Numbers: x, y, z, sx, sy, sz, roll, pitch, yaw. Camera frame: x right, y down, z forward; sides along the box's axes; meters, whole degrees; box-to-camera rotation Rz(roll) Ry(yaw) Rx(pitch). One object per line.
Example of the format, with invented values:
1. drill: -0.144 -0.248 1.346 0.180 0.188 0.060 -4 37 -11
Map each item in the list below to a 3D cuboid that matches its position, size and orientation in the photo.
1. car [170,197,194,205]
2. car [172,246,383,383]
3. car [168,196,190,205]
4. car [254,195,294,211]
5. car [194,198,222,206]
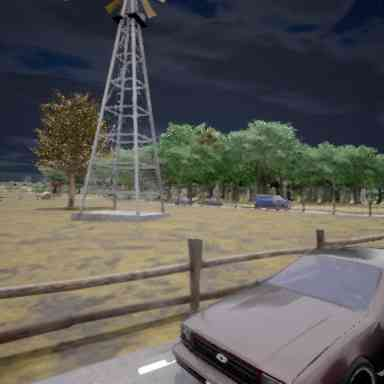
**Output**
1. car: -1.616 1.711 62.048 2.033 1.411 5.357 2 -1 -35
2. car: 2.394 1.558 4.772 5.357 1.411 2.033 0 0 -35
3. car: -2.782 1.731 68.415 2.128 1.511 4.902 2 -1 -36
4. car: 10.864 1.397 44.420 2.150 2.045 5.566 2 -1 -35
5. car: 3.175 1.805 60.156 2.033 1.411 5.357 2 -1 -35
